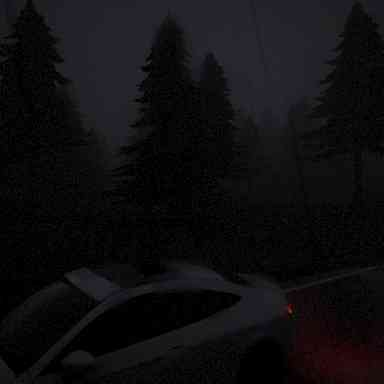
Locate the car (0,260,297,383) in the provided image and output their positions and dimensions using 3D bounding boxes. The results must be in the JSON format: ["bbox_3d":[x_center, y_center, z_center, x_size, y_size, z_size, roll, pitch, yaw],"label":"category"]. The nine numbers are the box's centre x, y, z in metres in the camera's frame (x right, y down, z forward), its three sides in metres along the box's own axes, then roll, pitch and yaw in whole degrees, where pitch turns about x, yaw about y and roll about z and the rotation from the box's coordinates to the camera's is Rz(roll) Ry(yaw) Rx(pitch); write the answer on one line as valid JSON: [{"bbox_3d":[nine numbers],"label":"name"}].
[{"bbox_3d":[-0.859,1.526,3.373,4.674,1.442,1.812,0,0,-35],"label":"car"}]
